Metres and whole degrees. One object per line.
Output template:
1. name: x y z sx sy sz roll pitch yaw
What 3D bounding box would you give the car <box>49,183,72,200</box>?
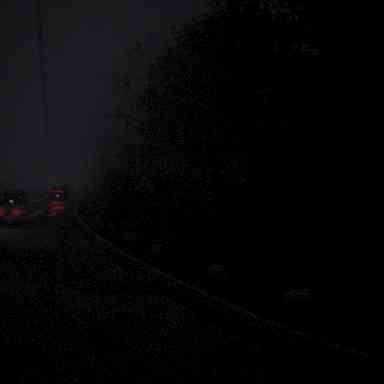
1. car: -15.055 0.042 37.774 1.837 1.490 4.892 1 2 -18

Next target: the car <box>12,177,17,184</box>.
1. car: -45.120 -2.794 81.672 1.946 1.575 5.366 1 2 -18

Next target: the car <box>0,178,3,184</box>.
1. car: -40.084 -2.262 66.184 2.435 2.045 5.566 1 2 -18

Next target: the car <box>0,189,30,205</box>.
1. car: -16.128 0.390 30.528 1.895 1.301 4.718 1 2 -18

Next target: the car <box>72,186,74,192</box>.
1. car: -19.708 -0.644 52.245 2.033 1.411 5.357 1 2 -18

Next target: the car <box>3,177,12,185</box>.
1. car: -43.053 -2.462 75.126 2.231 1.521 4.892 1 2 -17
